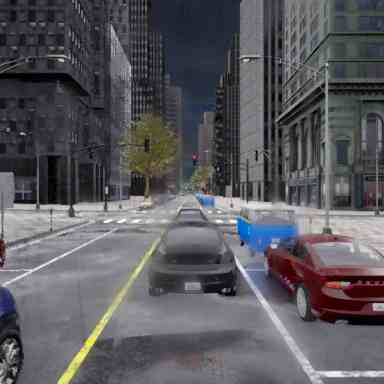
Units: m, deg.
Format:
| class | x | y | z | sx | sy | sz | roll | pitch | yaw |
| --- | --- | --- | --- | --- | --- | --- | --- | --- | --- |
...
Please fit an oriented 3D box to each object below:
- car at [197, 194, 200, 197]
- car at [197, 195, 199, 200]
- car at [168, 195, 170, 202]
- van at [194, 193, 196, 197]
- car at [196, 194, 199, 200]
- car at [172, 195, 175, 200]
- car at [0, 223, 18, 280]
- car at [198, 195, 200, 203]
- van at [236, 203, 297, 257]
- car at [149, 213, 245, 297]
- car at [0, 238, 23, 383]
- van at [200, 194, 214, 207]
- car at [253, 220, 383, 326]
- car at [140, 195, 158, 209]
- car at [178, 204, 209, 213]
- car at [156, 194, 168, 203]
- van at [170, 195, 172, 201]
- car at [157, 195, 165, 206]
| class | x | y | z | sx | sy | sz | roll | pitch | yaw |
| --- | --- | --- | --- | --- | --- | --- | --- | --- | --- |
| car | 2.413 | 1.635 | 66.838 | 1.802 | 1.307 | 4.206 | 0 | 0 | 0 |
| car | 2.442 | 1.591 | 61.424 | 1.887 | 1.381 | 4.507 | 0 | 0 | 0 |
| car | -6.109 | 1.603 | 66.313 | 2.008 | 1.369 | 4.403 | 0 | 0 | 0 |
| van | 2.271 | 1.438 | 93.904 | 1.690 | 1.788 | 3.998 | 0 | 0 | 0 |
| car | 2.385 | 1.612 | 72.251 | 2.008 | 1.369 | 4.403 | 0 | 0 | 0 |
| car | -6.221 | 1.651 | 87.468 | 1.947 | 1.339 | 4.313 | 0 | 0 | 0 |
| car | -5.812 | 1.547 | 7.063 | 1.887 | 1.381 | 4.507 | 0 | 0 | 0 |
| car | 2.470 | 1.605 | 56.011 | 1.947 | 1.339 | 4.313 | 0 | 0 | 0 |
| van | 2.715 | 1.345 | 12.615 | 1.690 | 1.788 | 3.998 | 0 | 0 | 0 |
| car | 0.018 | 1.507 | 8.595 | 1.837 | 1.490 | 4.892 | 0 | 0 | 0 |
| car | -3.009 | 1.352 | 1.965 | 2.097 | 1.767 | 4.553 | 0 | 0 | 0 |
| van | 2.500 | 1.374 | 50.599 | 1.690 | 1.788 | 3.998 | 0 | 0 | 0 |
| car | 2.742 | 1.547 | 7.089 | 1.887 | 1.381 | 4.507 | 0 | 0 | 0 |
| car | -6.002 | 1.553 | 44.985 | 1.752 | 1.417 | 4.829 | 0 | 0 | 0 |
| car | -0.082 | 1.570 | 17.542 | 1.994 | 1.385 | 4.181 | 0 | 0 | 0 |
| car | -6.080 | 1.360 | 61.025 | 2.192 | 1.841 | 5.009 | 0 | 0 | 0 |
| van | -6.164 | 1.409 | 76.891 | 1.690 | 1.788 | 3.998 | 0 | 0 | 0 |
| car | -6.053 | 1.584 | 55.735 | 1.887 | 1.381 | 4.507 | 0 | 0 | 0 |
